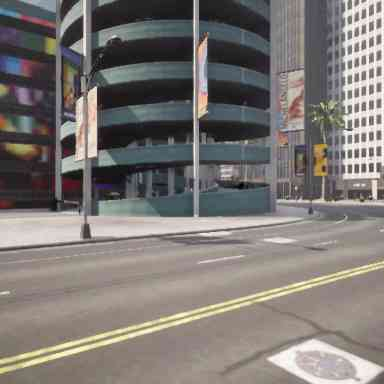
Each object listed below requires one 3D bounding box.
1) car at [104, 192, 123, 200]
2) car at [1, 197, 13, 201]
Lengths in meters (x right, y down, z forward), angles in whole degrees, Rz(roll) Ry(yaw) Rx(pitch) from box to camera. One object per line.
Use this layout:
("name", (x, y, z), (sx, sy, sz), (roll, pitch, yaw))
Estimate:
("car", (-15.390, 1.025, 65.083), (2.435, 2.045, 5.566), (0, 0, -36))
("car", (-29.911, 1.459, 53.592), (1.895, 1.301, 4.718), (0, 0, -36))
